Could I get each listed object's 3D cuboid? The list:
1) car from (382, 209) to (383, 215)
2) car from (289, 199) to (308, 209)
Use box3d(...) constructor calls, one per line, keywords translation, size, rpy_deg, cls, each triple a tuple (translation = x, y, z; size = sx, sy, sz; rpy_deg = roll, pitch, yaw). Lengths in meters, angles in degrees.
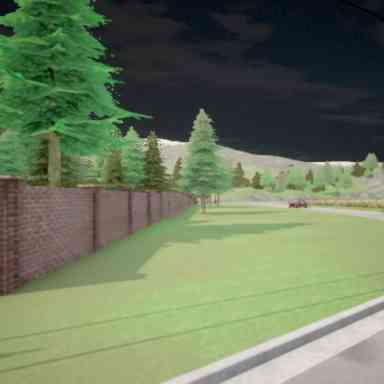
box3d(translation=(19.972, 1.913, 31.700), size=(1.895, 1.301, 4.718), rpy_deg=(0, -1, 9), cls="car")
box3d(translation=(19.174, 2.045, 60.044), size=(2.097, 1.767, 4.553), rpy_deg=(0, -1, -2), cls="car")
